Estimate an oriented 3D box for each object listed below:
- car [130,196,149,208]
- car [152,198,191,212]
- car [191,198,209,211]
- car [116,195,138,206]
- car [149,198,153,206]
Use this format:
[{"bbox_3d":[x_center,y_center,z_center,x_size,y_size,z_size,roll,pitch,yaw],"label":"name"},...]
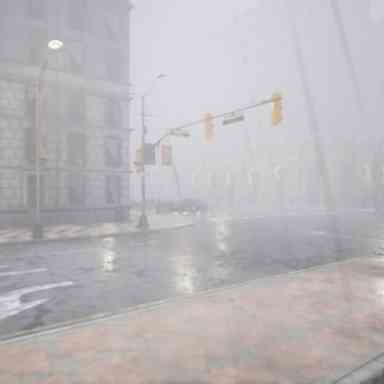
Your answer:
[{"bbox_3d":[-8.382,1.598,47.140,1.895,1.301,4.718,0,0,-35],"label":"car"},{"bbox_3d":[-2.441,1.561,38.846,1.994,1.385,4.181,0,0,-36],"label":"car"},{"bbox_3d":[0.120,1.501,41.279,1.837,1.490,4.892,0,0,-36],"label":"car"},{"bbox_3d":[-11.248,1.348,57.306,2.097,1.767,4.553,0,0,-35],"label":"car"},{"bbox_3d":[-5.565,1.544,49.225,2.033,1.411,5.357,0,0,-35],"label":"car"}]
